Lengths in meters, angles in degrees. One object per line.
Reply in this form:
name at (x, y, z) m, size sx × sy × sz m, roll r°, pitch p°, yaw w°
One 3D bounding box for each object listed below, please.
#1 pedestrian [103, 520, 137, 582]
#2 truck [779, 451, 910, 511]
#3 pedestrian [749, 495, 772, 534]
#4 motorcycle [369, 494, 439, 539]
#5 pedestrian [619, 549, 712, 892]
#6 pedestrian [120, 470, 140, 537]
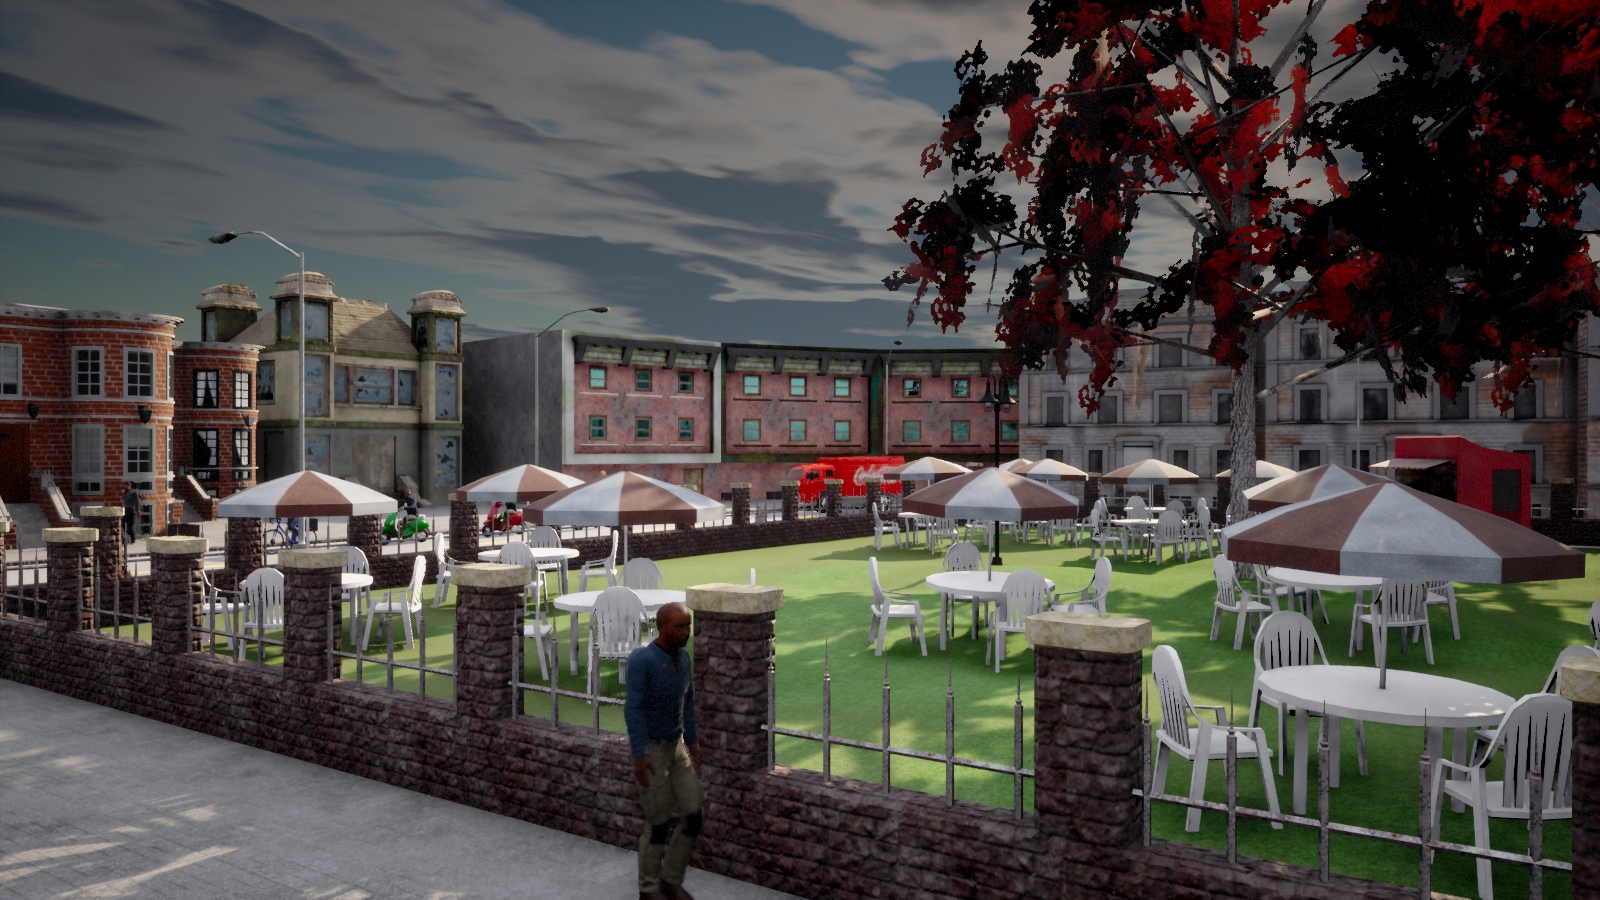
pedestrian at (-12.740, 1.887, 21.408) m, size 0.500 × 1.100 × 0.500 m, roll 0°, pitch 0°, yaw -35°
truck at (1.994, 1.321, 51.278) m, size 5.204 × 2.467 × 2.627 m, roll -1°, pitch 0°, yaw -26°
pedestrian at (-1.173, 1.895, 33.797) m, size 0.500 × 1.100 × 0.500 m, roll 0°, pitch 0°, yaw 34°
motorcycle at (-11.759, 1.950, 33.969) m, size 0.856 × 1.236 × 1.805 m, roll 0°, pitch 0°, yaw 35°
pedestrian at (-0.774, 1.523, 6.600) m, size 0.375 × 1.860 × 0.375 m, roll 0°, pitch 0°, yaw 35°
pedestrian at (-18.923, 1.512, 32.275) m, size 0.375 × 1.860 × 0.375 m, roll 0°, pitch 0°, yaw 40°
